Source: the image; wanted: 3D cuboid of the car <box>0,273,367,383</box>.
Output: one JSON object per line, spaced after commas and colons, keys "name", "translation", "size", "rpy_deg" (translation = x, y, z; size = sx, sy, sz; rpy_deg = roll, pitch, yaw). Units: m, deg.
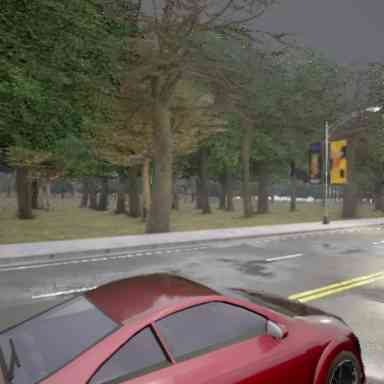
{"name": "car", "translation": [-0.081, 1.581, 3.382], "size": [4.181, 1.385, 1.994], "rpy_deg": [1, 0, -35]}
